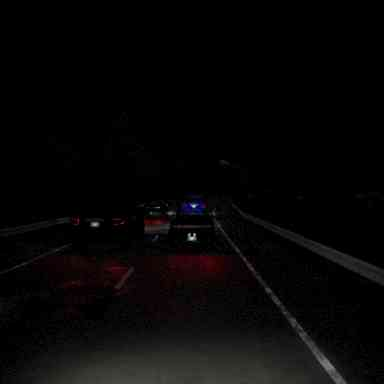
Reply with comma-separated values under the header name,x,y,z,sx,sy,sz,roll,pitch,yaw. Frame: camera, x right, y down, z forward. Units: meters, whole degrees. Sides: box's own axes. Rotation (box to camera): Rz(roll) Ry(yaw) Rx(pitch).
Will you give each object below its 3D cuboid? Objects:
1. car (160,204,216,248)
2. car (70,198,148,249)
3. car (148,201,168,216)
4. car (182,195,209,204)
name,x,y,z,sx,sy,sz,roll,pitch,yaw
car,0.000,1.494,14.650,2.128,1.511,4.902,0,0,0
car,-3.500,1.257,14.680,2.150,2.045,5.566,0,0,0
car,-3.231,1.495,29.570,2.128,1.511,4.902,0,0,2
car,0.267,1.257,29.448,2.150,2.045,5.566,0,0,2
